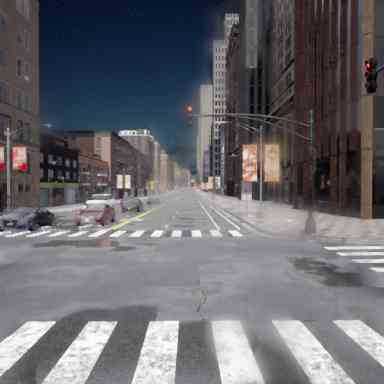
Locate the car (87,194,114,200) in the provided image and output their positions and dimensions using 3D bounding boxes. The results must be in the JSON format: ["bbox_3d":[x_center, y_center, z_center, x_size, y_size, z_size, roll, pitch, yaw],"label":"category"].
[{"bbox_3d":[-9.846,1.224,35.808,2.150,2.045,5.566,0,0,0],"label":"car"}]

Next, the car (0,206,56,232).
[{"bbox_3d":[-9.842,1.565,20.023,1.994,1.385,4.181,0,0,0],"label":"car"}]

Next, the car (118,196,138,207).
[{"bbox_3d":[-9.816,1.493,51.310,2.128,1.511,4.902,0,0,0],"label":"car"}]

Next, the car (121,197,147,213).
[{"bbox_3d":[-6.591,1.508,37.105,1.837,1.490,4.892,0,1,0],"label":"car"}]

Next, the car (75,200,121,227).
[{"bbox_3d":[-6.601,1.529,23.248,1.812,1.442,4.674,0,0,0],"label":"car"}]

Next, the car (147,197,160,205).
[{"bbox_3d":[-6.522,1.567,56.593,1.994,1.385,4.181,0,0,0],"label":"car"}]
